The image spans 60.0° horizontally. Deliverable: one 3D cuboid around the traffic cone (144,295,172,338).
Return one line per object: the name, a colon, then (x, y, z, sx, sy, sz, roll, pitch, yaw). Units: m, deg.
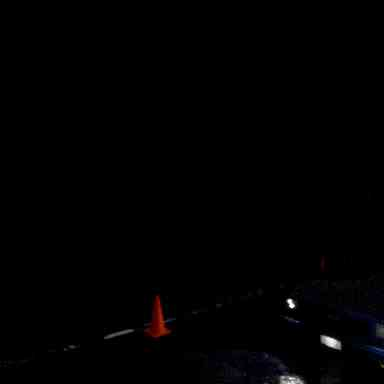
traffic cone: (-0.553, 1.952, 5.351, 0.340, 0.580, 0.340, 0, 0, -37)

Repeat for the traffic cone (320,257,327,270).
traffic cone: (3.317, 1.929, 8.370, 0.340, 0.580, 0.340, 0, 0, -39)

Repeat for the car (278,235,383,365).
car: (3.858, 1.522, 5.909, 5.357, 1.411, 2.033, 0, 0, -38)
